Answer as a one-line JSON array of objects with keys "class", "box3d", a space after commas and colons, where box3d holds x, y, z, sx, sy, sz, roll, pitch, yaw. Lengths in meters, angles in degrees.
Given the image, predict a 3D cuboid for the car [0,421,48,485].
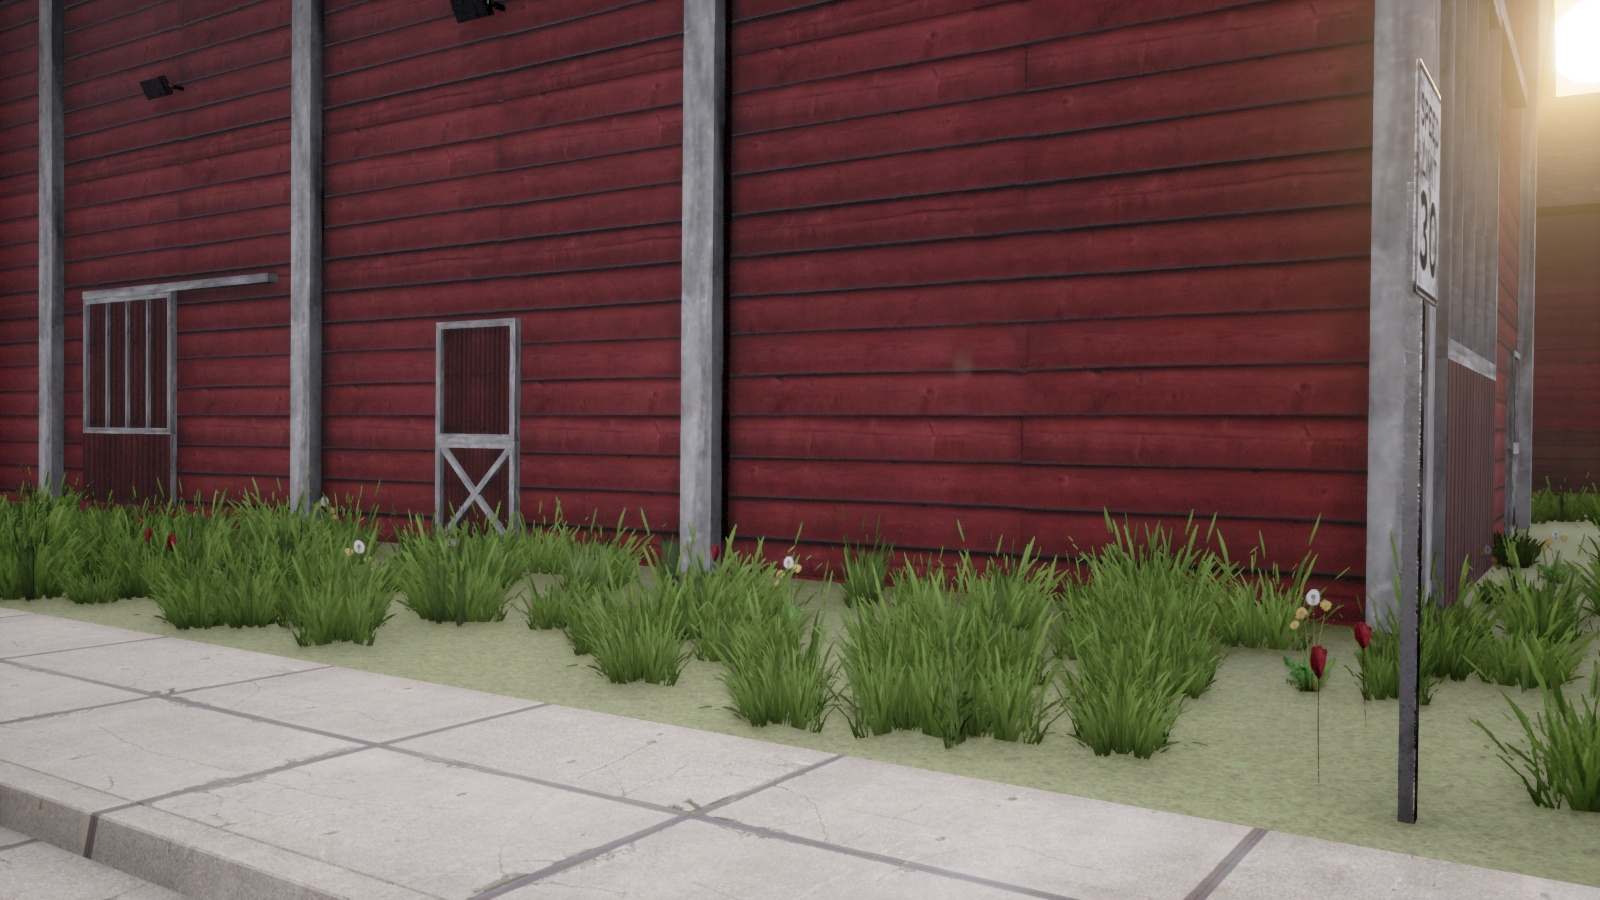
[{"class": "car", "box3d": [-27.174, 0.125, 39.595, 2.150, 2.045, 5.566, 0, 1, 33]}]
